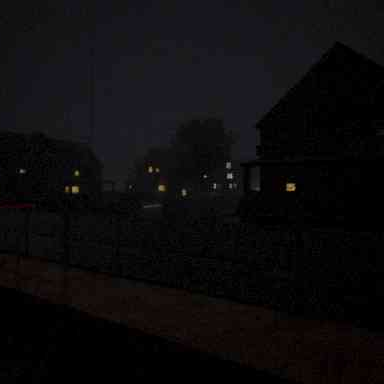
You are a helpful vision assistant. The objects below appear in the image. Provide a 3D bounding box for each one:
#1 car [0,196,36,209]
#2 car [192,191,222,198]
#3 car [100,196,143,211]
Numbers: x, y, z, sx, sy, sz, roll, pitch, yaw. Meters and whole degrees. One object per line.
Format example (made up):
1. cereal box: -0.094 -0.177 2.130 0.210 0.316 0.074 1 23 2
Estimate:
1. car: -12.222 1.109 20.919 2.097 1.767 4.553 1 2 35
2. car: 1.895 0.676 40.827 2.128 1.511 4.902 1 2 35
3. car: -6.267 1.076 29.332 1.994 1.385 4.181 1 2 35
